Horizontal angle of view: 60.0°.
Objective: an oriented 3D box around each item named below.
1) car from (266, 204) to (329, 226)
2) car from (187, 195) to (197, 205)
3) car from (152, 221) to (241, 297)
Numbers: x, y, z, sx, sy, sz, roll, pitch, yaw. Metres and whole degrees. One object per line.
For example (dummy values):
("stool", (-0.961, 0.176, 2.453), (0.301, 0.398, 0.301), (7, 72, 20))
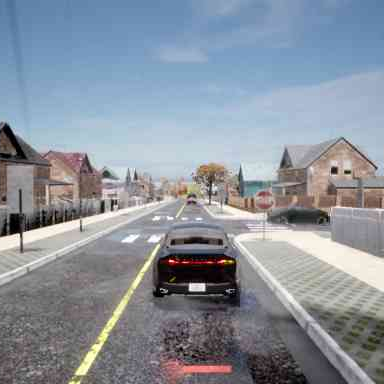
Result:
("car", (7.262, 1.564, 23.099), (4.181, 1.385, 1.994), (0, 2, 1))
("car", (-0.058, 1.851, 65.885), (1.895, 1.301, 4.718), (0, 0, 0))
("car", (0.109, 1.504, 8.531), (1.837, 1.490, 4.892), (0, 0, 0))
